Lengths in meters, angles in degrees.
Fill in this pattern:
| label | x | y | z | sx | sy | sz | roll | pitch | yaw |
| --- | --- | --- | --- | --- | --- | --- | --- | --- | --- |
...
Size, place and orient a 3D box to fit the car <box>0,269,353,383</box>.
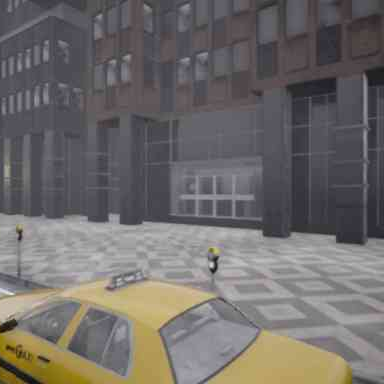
| label | x | y | z | sx | sy | sz | roll | pitch | yaw |
| --- | --- | --- | --- | --- | --- | --- | --- | --- | --- |
| car | -0.886 | 1.523 | 3.595 | 4.829 | 1.417 | 1.752 | 0 | 0 | 35 |
